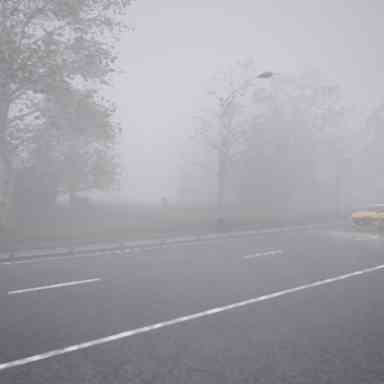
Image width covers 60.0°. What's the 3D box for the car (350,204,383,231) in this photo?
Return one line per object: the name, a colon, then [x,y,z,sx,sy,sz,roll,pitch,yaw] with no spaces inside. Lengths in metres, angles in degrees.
car: [12.030,1.526,21.164,5.008,1.535,1.882,0,0,-35]
